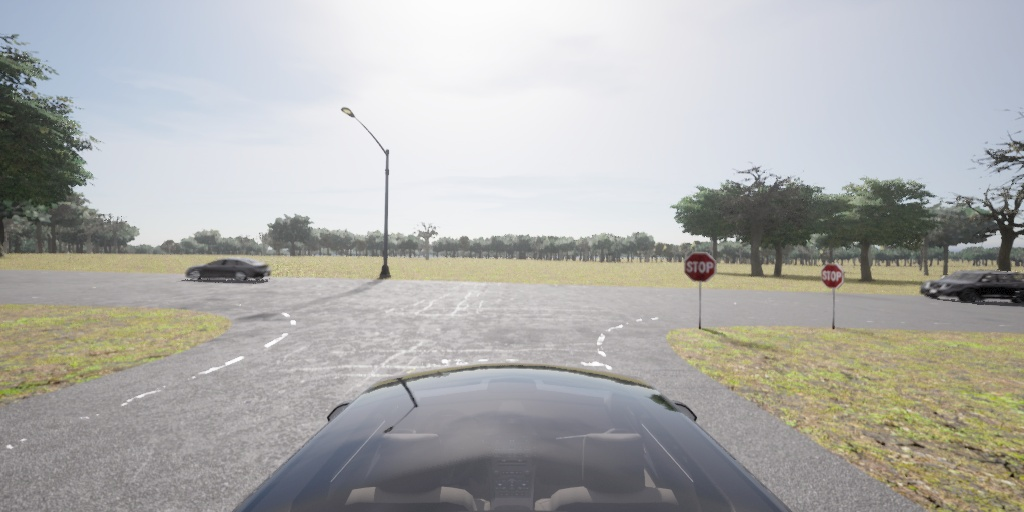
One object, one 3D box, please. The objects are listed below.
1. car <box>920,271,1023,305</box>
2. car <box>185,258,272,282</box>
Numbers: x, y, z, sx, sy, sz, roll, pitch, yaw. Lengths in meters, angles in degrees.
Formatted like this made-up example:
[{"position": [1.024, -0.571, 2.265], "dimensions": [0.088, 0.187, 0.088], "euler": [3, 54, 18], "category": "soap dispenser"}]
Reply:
[{"position": [30.155, 1.995, 23.269], "dimensions": [5.566, 2.045, 2.150], "euler": [1, 1, 0], "category": "car"}, {"position": [-18.489, 0.872, 23.483], "dimensions": [4.892, 1.490, 1.837], "euler": [1, 1, 0], "category": "car"}]
